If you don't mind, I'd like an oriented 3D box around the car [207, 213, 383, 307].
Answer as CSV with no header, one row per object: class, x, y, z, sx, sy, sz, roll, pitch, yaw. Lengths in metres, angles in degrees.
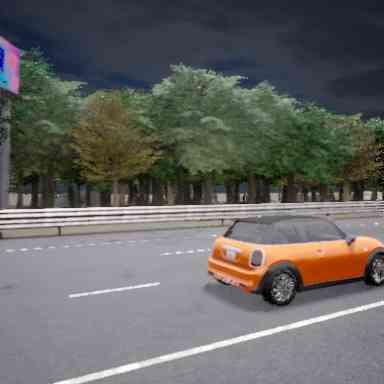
car,2.701,1.347,8.092,4.553,1.767,2.097,0,0,-28
